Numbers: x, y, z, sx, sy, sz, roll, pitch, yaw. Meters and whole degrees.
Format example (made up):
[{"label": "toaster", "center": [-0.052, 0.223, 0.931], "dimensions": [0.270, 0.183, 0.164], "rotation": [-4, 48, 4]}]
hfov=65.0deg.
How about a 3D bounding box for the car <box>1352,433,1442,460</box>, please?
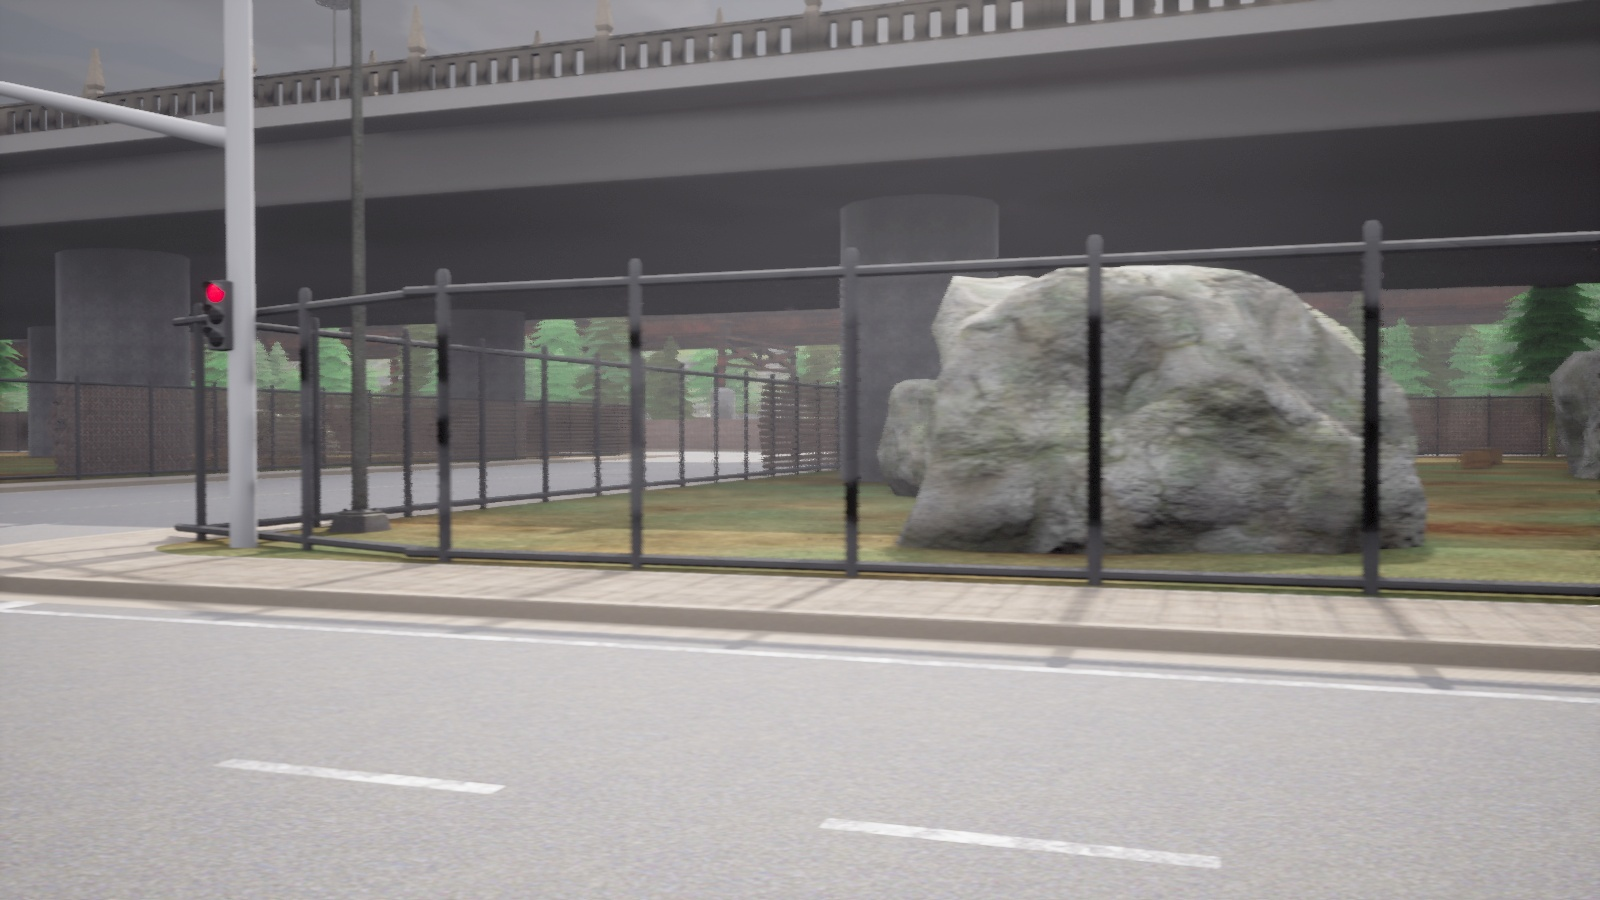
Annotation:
[{"label": "car", "center": [34.533, -0.207, 72.783], "dimensions": [4.514, 1.525, 2.007], "rotation": [1, 1, 19]}]
